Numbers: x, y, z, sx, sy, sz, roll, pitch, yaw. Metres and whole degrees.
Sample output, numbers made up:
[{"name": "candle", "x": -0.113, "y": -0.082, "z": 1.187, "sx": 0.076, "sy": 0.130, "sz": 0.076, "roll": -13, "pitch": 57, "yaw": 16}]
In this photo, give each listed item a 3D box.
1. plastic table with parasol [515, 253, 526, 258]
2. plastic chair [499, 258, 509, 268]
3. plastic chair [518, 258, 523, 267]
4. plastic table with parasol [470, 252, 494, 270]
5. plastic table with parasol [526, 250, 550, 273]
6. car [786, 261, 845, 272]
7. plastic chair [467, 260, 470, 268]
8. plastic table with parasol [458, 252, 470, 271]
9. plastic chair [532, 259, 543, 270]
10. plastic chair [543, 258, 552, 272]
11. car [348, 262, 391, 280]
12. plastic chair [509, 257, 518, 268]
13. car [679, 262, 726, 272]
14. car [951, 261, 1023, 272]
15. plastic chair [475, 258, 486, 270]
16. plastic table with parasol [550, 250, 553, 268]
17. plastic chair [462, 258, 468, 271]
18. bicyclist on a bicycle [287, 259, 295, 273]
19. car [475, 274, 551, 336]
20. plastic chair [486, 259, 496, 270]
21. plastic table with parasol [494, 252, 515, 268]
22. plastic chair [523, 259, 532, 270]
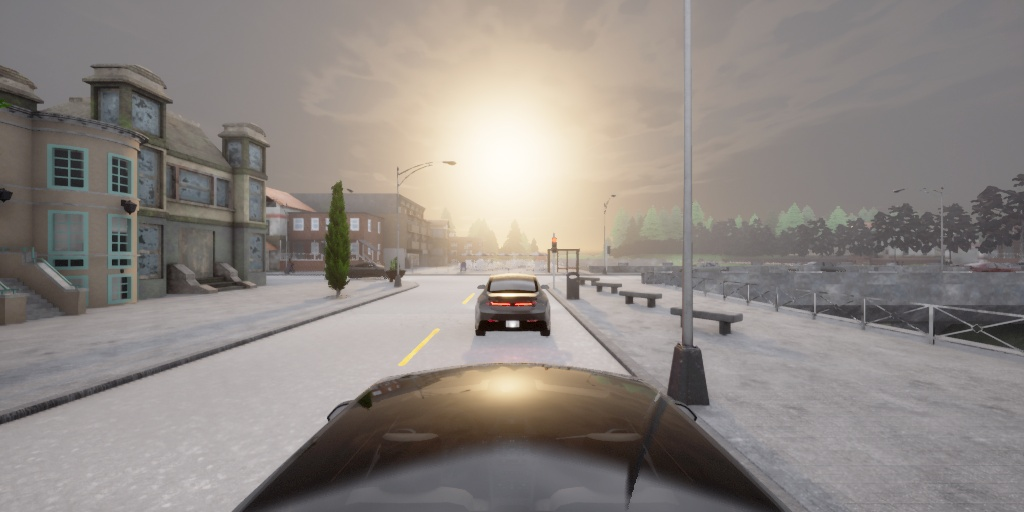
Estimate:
[{"name": "plastic table with parasol", "x": 1.164, "y": 0.675, "z": 65.354, "sx": 2.482, "sy": 2.480, "sz": 2.482, "roll": 0, "pitch": 0, "yaw": 0}, {"name": "plastic chair", "x": -1.256, "y": 1.279, "z": 56.544, "sx": 0.750, "sy": 1.272, "sz": 0.730, "roll": 0, "pitch": 0, "yaw": 0}, {"name": "plastic chair", "x": 1.047, "y": 1.279, "z": 64.176, "sx": 0.750, "sy": 1.272, "sz": 0.730, "roll": 0, "pitch": 0, "yaw": -1}, {"name": "plastic table with parasol", "x": -4.237, "y": 0.675, "z": 50.764, "sx": 2.482, "sy": 2.480, "sz": 2.482, "roll": 0, "pitch": 0, "yaw": 0}, {"name": "plastic table with parasol", "x": 3.583, "y": 0.675, "z": 50.014, "sx": 2.482, "sy": 2.480, "sz": 2.482, "roll": 0, "pitch": 0, "yaw": 0}, {"name": "car", "x": 29.522, "y": 1.255, "z": 34.945, "sx": 4.892, "sy": 1.490, "sz": 1.837, "roll": 0, "pitch": 0, "yaw": 0}, {"name": "plastic chair", "x": -5.557, "y": 1.279, "z": 50.844, "sx": 0.730, "sy": 1.272, "sz": 0.750, "roll": 0, "pitch": 0, "yaw": 0}, {"name": "plastic table with parasol", "x": -7.126, "y": 0.675, "z": 57.355, "sx": 2.482, "sy": 2.480, "sz": 2.482, "roll": 0, "pitch": 0, "yaw": 0}, {"name": "plastic chair", "x": 3.443, "y": 1.279, "z": 48.744, "sx": 0.750, "sy": 1.272, "sz": 0.730, "roll": 0, "pitch": 0, "yaw": 0}, {"name": "plastic chair", "x": 4.843, "y": 1.279, "z": 49.844, "sx": 0.730, "sy": 1.272, "sz": 0.750, "roll": 0, "pitch": 0, "yaw": 0}, {"name": "car", "x": -11.900, "y": 1.276, "z": 30.753, "sx": 4.674, "sy": 1.442, "sz": 1.812, "roll": 0, "pitch": 0, "yaw": 0}, {"name": "plastic chair", "x": 0.144, "y": 1.279, "z": 57.644, "sx": 0.730, "sy": 1.272, "sz": 0.750, "roll": 0, "pitch": 0, "yaw": 0}, {"name": "car", "x": 18.647, "y": 1.314, "z": 34.947, "sx": 4.181, "sy": 1.385, "sz": 1.994, "roll": 0, "pitch": 0, "yaw": 0}, {"name": "car", "x": 40.801, "y": 1.228, "z": 30.749, "sx": 5.008, "sy": 1.535, "sz": 1.882, "roll": 0, "pitch": 0, "yaw": 0}, {"name": "plastic chair", "x": -4.357, "y": 1.279, "z": 49.544, "sx": 0.750, "sy": 1.272, "sz": 0.730, "roll": 0, "pitch": 0, "yaw": 0}, {"name": "plastic table with parasol", "x": 4.994, "y": 0.675, "z": 58.644, "sx": 2.482, "sy": 2.480, "sz": 2.482, "roll": 0, "pitch": 0, "yaw": 0}, {"name": "plastic chair", "x": -7.053, "y": 1.279, "z": 56.176, "sx": 0.750, "sy": 1.272, "sz": 0.730, "roll": 0, "pitch": 0, "yaw": -1}, {"name": "bicyclist on a bicycle", "x": -24.188, "y": 1.099, "z": 39.139, "sx": 0.582, "sy": 1.620, "sz": 1.656, "roll": 0, "pitch": 0, "yaw": 0}, {"name": "car", "x": 0.035, "y": 1.255, "z": 10.345, "sx": 1.837, "sy": 1.490, "sz": 4.892, "roll": 0, "pitch": 0, "yaw": 1}, {"name": "plastic chair", "x": -2.957, "y": 1.279, "z": 50.644, "sx": 0.730, "sy": 1.272, "sz": 0.750, "roll": 0, "pitch": 0, "yaw": 0}, {"name": "plastic table with parasol", "x": -1.206, "y": 0.675, "z": 57.744, "sx": 2.482, "sy": 2.480, "sz": 2.482, "roll": 0, "pitch": 0, "yaw": 0}, {"name": "plastic chair", "x": 2.243, "y": 1.279, "z": 50.044, "sx": 0.730, "sy": 1.272, "sz": 0.750, "roll": 0, "pitch": 0, "yaw": 0}]
